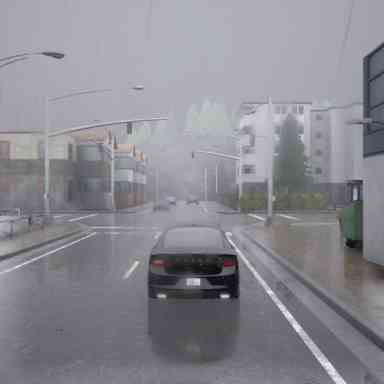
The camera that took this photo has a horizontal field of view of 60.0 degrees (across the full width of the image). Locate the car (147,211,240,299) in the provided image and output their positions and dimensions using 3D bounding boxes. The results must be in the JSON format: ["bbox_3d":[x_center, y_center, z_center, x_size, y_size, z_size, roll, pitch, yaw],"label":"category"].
[{"bbox_3d":[0.050,1.478,8.498,1.882,1.535,5.008,0,0,1],"label":"car"}]

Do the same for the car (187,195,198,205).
[{"bbox_3d":[0.104,1.352,60.303,2.097,1.767,4.553,0,0,0],"label":"car"}]

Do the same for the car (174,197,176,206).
[{"bbox_3d":[-3.580,1.477,54.259,1.882,1.535,5.008,0,0,0],"label":"car"}]

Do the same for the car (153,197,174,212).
[{"bbox_3d":[-3.436,1.547,38.371,2.033,1.411,5.357,0,0,-2],"label":"car"}]
